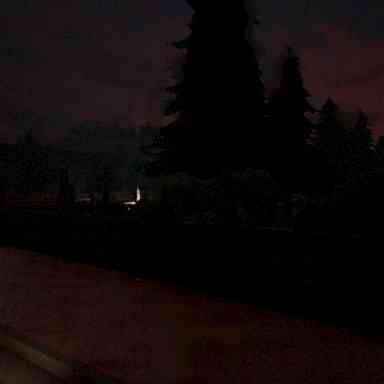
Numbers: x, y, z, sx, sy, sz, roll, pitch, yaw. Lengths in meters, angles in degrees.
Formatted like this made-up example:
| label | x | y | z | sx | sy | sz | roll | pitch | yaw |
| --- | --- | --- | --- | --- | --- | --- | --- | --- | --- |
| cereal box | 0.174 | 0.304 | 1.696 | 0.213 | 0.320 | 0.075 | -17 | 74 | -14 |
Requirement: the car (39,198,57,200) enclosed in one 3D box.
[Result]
| label | x | y | z | sx | sy | sz | roll | pitch | yaw |
| --- | --- | --- | --- | --- | --- | --- | --- | --- | --- |
| car | -20.454 | 1.526 | 46.320 | 1.812 | 1.442 | 4.674 | 0 | 0 | 36 |

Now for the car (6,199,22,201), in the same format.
| label | x | y | z | sx | sy | sz | roll | pitch | yaw |
| --- | --- | --- | --- | --- | --- | --- | --- | --- | --- |
| car | -25.029 | 1.601 | 45.955 | 1.895 | 1.301 | 4.718 | 0 | 0 | 36 |

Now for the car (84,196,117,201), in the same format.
| label | x | y | z | sx | sy | sz | roll | pitch | yaw |
| --- | --- | --- | --- | --- | --- | --- | --- | --- | --- |
| car | -14.557 | 1.391 | 54.546 | 2.128 | 1.511 | 4.902 | 0 | 2 | 36 |

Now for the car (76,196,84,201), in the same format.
| label | x | y | z | sx | sy | sz | roll | pitch | yaw |
| --- | --- | --- | --- | --- | --- | --- | --- | --- | --- |
| car | -18.697 | 1.476 | 54.775 | 1.812 | 1.442 | 4.674 | 0 | 1 | 36 |
